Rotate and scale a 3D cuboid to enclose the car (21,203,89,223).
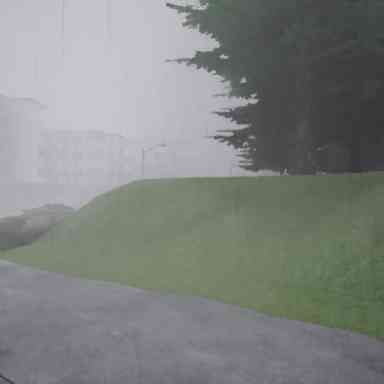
[{"bbox_3d":[-9.888,1.558,24.401,1.837,1.490,4.892,0,0,36],"label":"car"}]
